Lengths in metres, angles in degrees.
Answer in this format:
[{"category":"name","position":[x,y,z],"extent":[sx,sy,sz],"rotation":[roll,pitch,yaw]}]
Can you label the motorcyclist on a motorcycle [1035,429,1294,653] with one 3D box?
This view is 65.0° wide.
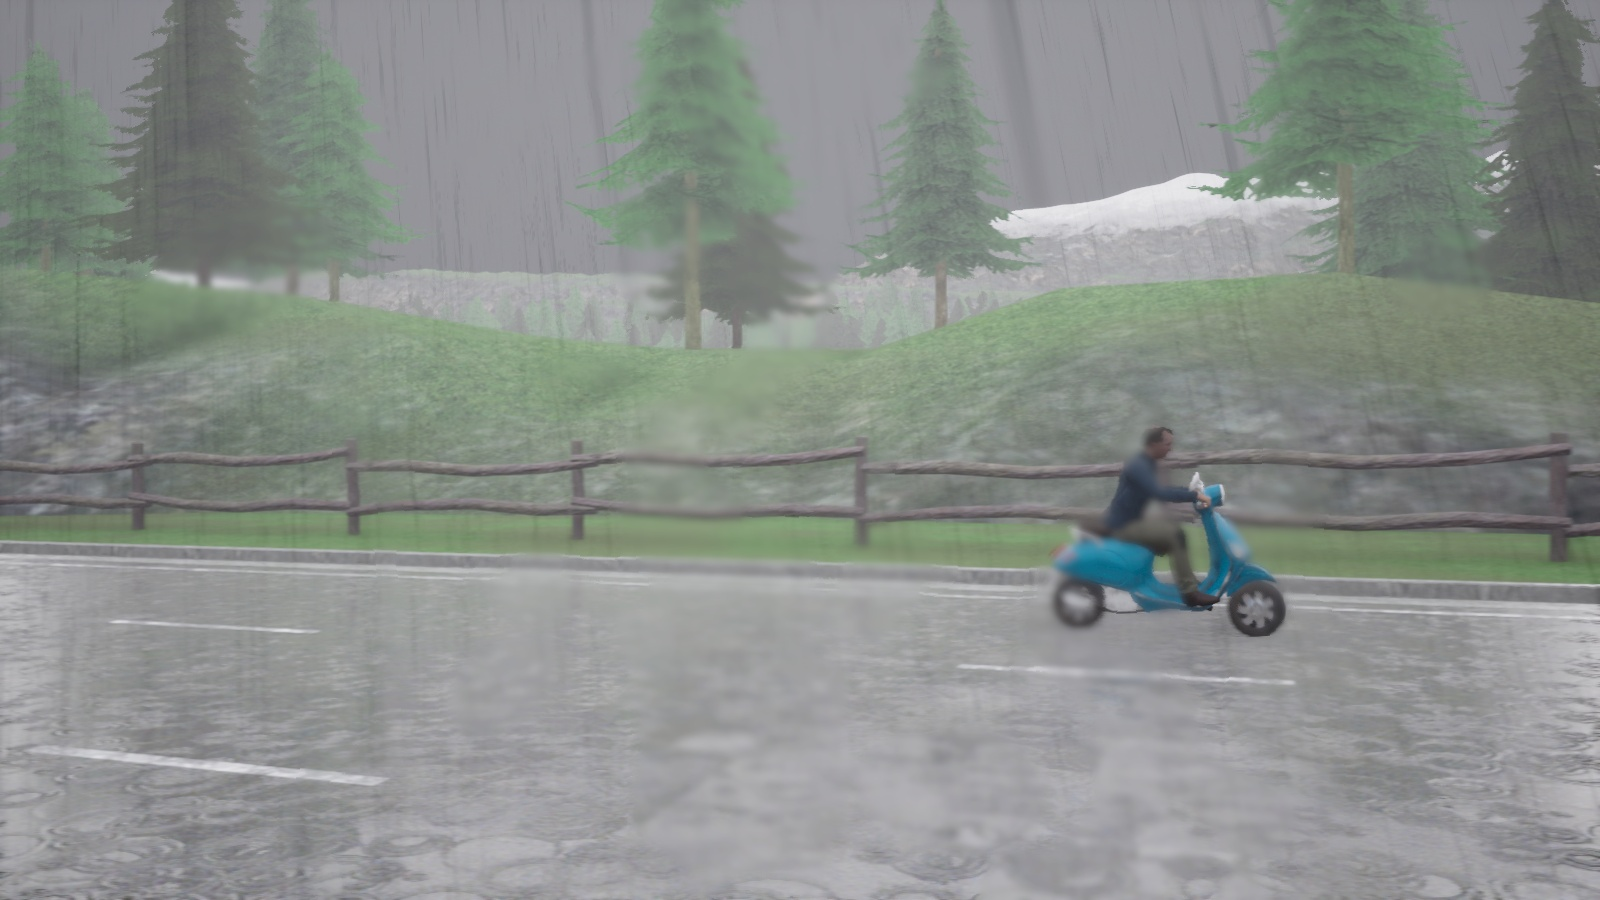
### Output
[{"category":"motorcyclist on a motorcycle","position":[2.785,0.640,9.640],"extent":[1.817,1.590,0.866],"rotation":[1,1,19]}]
